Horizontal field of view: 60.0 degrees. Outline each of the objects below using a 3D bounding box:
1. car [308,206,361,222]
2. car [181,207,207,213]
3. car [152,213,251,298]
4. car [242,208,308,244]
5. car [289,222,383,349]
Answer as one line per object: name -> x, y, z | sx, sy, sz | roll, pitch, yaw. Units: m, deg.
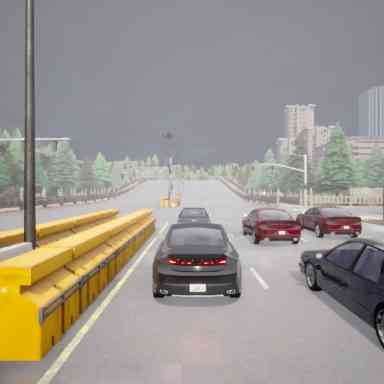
car -> 7.091, 1.478, 17.758 | 1.882, 1.535, 5.008 | 0, 0, 0
car -> 0.091, 1.547, 18.232 | 2.033, 1.411, 5.357 | 0, 0, 0
car -> 0.099, 1.505, 8.501 | 1.837, 1.490, 4.892 | 0, 0, 0
car -> 3.593, 1.478, 15.770 | 1.882, 1.535, 5.008 | 0, 0, 0
car -> 3.592, 1.547, 5.945 | 2.033, 1.411, 5.357 | 0, 0, 0
